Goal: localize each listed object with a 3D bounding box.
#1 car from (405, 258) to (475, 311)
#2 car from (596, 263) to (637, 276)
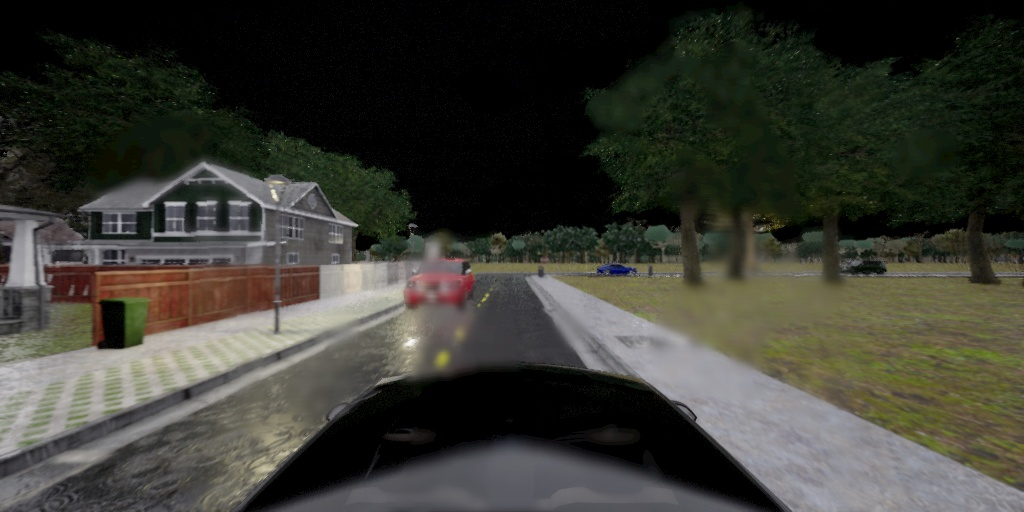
[{"bbox_3d":[-2.848,1.105,15.474,2.150,2.045,5.566,0,-1,0],"label":"car"},{"bbox_3d":[13.189,1.635,45.187,5.008,1.535,1.882,0,-1,0],"label":"car"}]
